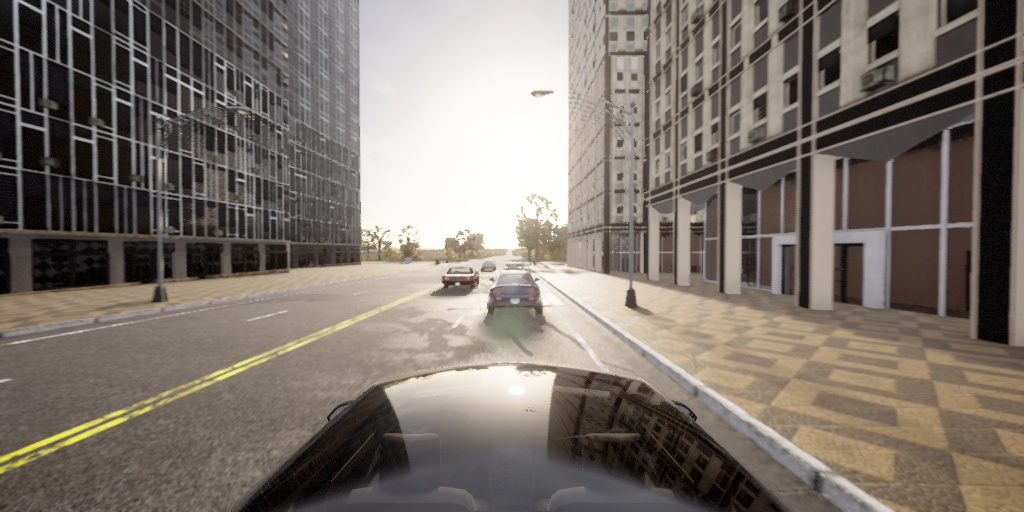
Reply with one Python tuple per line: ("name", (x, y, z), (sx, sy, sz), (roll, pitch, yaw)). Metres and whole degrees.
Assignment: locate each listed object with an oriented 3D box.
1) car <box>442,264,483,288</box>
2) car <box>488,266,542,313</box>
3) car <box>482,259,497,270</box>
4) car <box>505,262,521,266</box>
("car", (-3.152, 1.323, 23.006), (1.895, 1.301, 4.718), (0, 0, 0))
("car", (0.099, 1.261, 13.713), (1.812, 1.442, 4.674), (0, 0, 0))
("car", (-3.155, 1.203, 49.755), (1.812, 1.442, 4.674), (0, 0, 0))
("car", (0.097, 1.256, 31.900), (2.033, 1.411, 5.357), (0, 0, 0))
